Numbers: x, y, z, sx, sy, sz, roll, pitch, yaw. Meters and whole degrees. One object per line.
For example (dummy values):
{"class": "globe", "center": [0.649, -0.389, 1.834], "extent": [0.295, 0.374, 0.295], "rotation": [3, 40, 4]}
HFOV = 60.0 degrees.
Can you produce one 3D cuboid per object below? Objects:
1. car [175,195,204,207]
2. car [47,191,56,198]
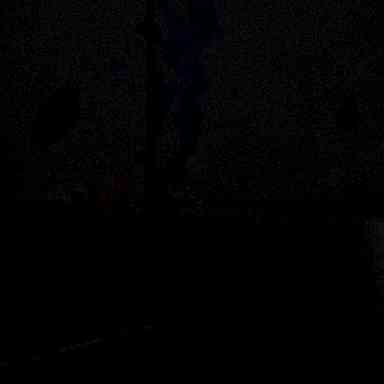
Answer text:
{"class": "car", "center": [-0.368, 1.103, 41.784], "extent": [1.812, 1.442, 4.674], "rotation": [-1, 1, -35]}
{"class": "car", "center": [-33.506, 0.550, 79.060], "extent": [1.837, 1.490, 4.892], "rotation": [-1, 1, -28]}
